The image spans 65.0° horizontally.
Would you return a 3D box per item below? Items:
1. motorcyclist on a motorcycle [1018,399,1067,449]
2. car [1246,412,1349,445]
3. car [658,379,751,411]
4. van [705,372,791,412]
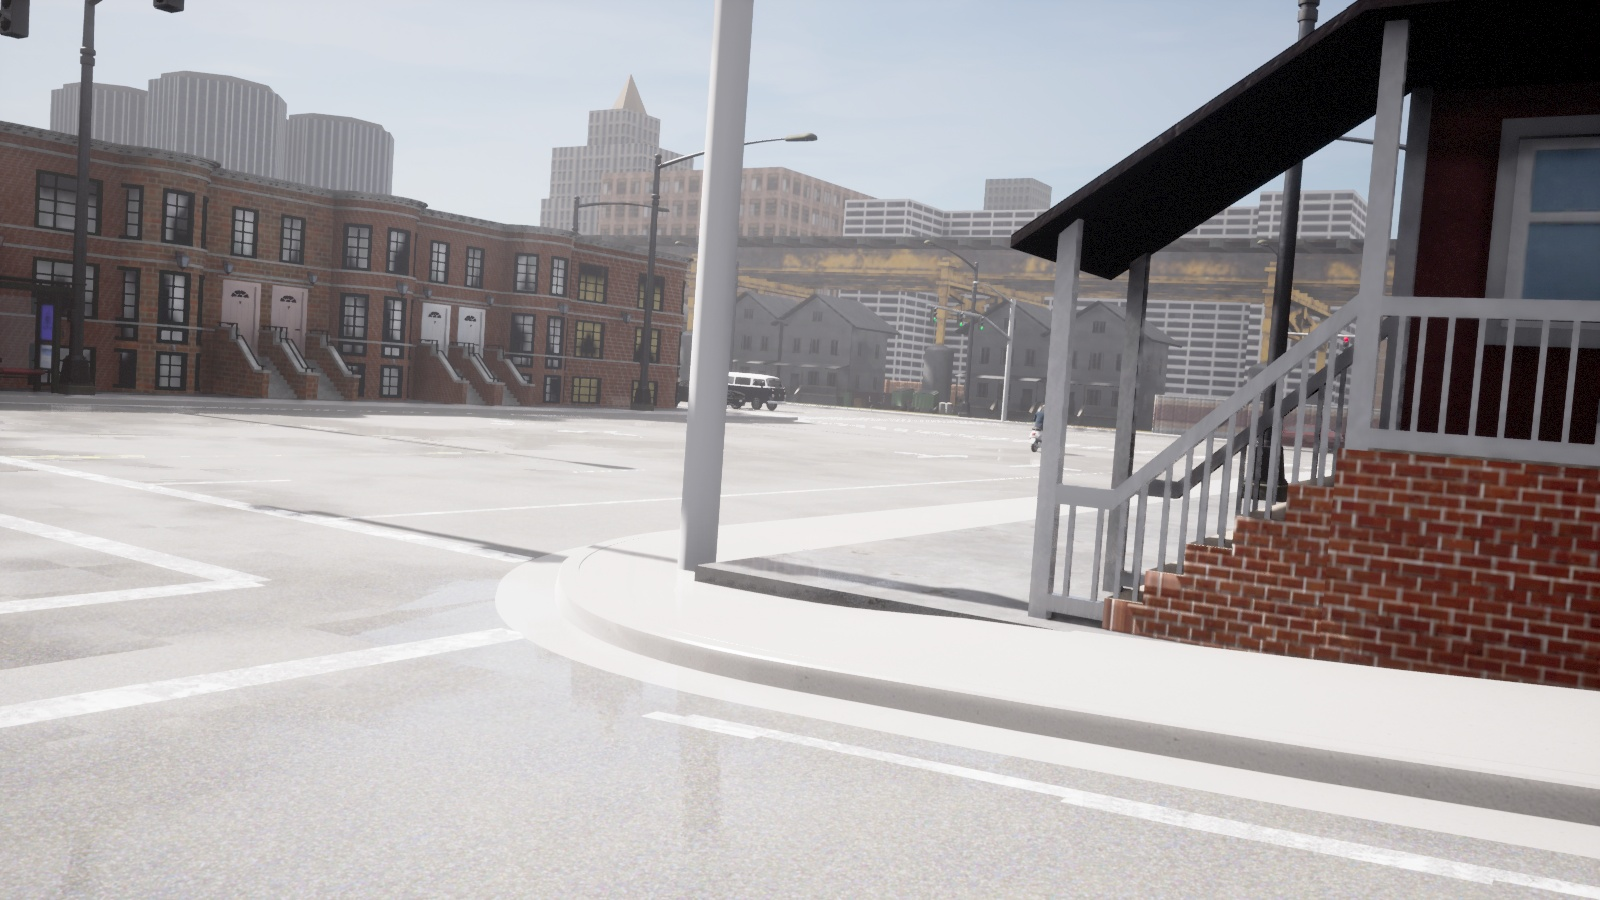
[{"bbox_3d":[8.083,-0.857,41.774,0.866,1.590,1.817,5,4,34],"label":"motorcyclist on a motorcycle"},{"bbox_3d":[26.041,-1.151,65.760,4.674,1.442,1.812,5,4,34],"label":"car"},{"bbox_3d":[-5.342,-3.072,69.899,5.008,1.535,1.882,5,4,34],"label":"car"},{"bbox_3d":[-3.018,-3.350,72.557,4.480,2.038,2.069,5,4,34],"label":"van"}]
